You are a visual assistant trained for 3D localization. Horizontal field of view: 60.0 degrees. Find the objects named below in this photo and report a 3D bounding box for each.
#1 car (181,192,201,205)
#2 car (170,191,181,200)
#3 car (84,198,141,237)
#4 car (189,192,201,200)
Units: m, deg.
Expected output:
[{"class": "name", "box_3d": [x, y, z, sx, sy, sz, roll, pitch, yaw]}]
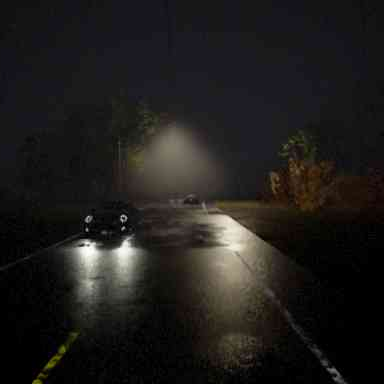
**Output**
[{"class": "car", "box_3d": [-0.092, 0.966, 45.693, 1.994, 1.385, 4.181, -1, 1, 1]}, {"class": "car", "box_3d": [-2.981, 0.687, 63.714, 1.837, 1.490, 4.892, -1, 2, 3]}, {"class": "car", "box_3d": [-3.919, 1.187, 16.938, 2.097, 1.767, 4.553, -1, 1, -1]}, {"class": "car", "box_3d": [0.599, 0.715, 63.018, 1.994, 1.385, 4.181, -1, 1, 3]}]
